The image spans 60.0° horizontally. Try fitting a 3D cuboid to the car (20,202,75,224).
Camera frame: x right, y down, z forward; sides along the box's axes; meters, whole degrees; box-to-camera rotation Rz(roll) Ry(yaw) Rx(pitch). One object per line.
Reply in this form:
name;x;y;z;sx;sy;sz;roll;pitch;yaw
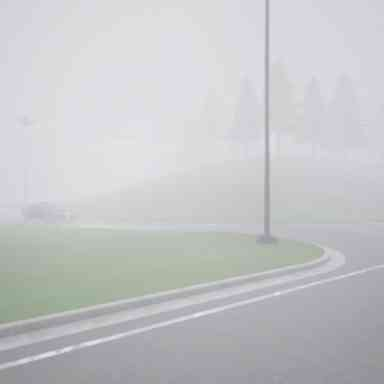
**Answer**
car;-10.959;1.495;25.183;4.902;1.511;2.128;0;0;32
